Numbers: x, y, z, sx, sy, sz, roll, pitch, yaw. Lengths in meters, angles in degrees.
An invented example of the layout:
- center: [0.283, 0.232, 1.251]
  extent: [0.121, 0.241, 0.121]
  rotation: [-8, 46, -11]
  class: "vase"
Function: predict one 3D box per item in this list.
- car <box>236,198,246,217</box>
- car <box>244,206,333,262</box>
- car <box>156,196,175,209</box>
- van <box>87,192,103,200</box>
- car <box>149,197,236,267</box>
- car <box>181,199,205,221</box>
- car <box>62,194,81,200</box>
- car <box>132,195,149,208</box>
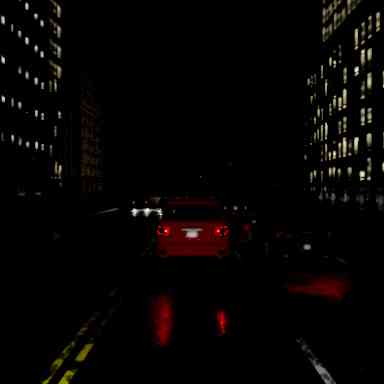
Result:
- center: [3.319, 1.278, 27.339]
  extent: [2.097, 1.767, 4.553]
  rotation: [0, 0, 0]
  class: "car"
- center: [3.317, 1.449, 12.046]
  extent: [1.882, 1.535, 5.008]
  rotation: [0, 0, 0]
  class: "car"
- center: [-3.343, 1.365, 43.255]
  extent: [2.128, 1.511, 4.902]
  rotation: [0, 0, 0]
  class: "car"
- center: [-22.651, 0.938, 77.078]
  extent: [3.998, 1.788, 1.690]
  rotation: [0, 0, 1]
  class: "van"
- center: [0.062, 1.195, 11.473]
  extent: [2.150, 2.045, 5.566]
  rotation: [0, 0, 1]
  class: "car"
- center: [0.071, 1.433, 27.738]
  extent: [1.837, 1.490, 4.892]
  rotation: [0, 1, 0]
  class: "car"
- center: [-28.190, 1.116, 77.126]
  extent: [4.507, 1.381, 1.887]
  rotation: [0, 0, 1]
  class: "car"
- center: [-6.589, 1.220, 44.217]
  extent: [2.097, 1.767, 4.553]
  rotation: [0, 0, 0]
  class: "car"
